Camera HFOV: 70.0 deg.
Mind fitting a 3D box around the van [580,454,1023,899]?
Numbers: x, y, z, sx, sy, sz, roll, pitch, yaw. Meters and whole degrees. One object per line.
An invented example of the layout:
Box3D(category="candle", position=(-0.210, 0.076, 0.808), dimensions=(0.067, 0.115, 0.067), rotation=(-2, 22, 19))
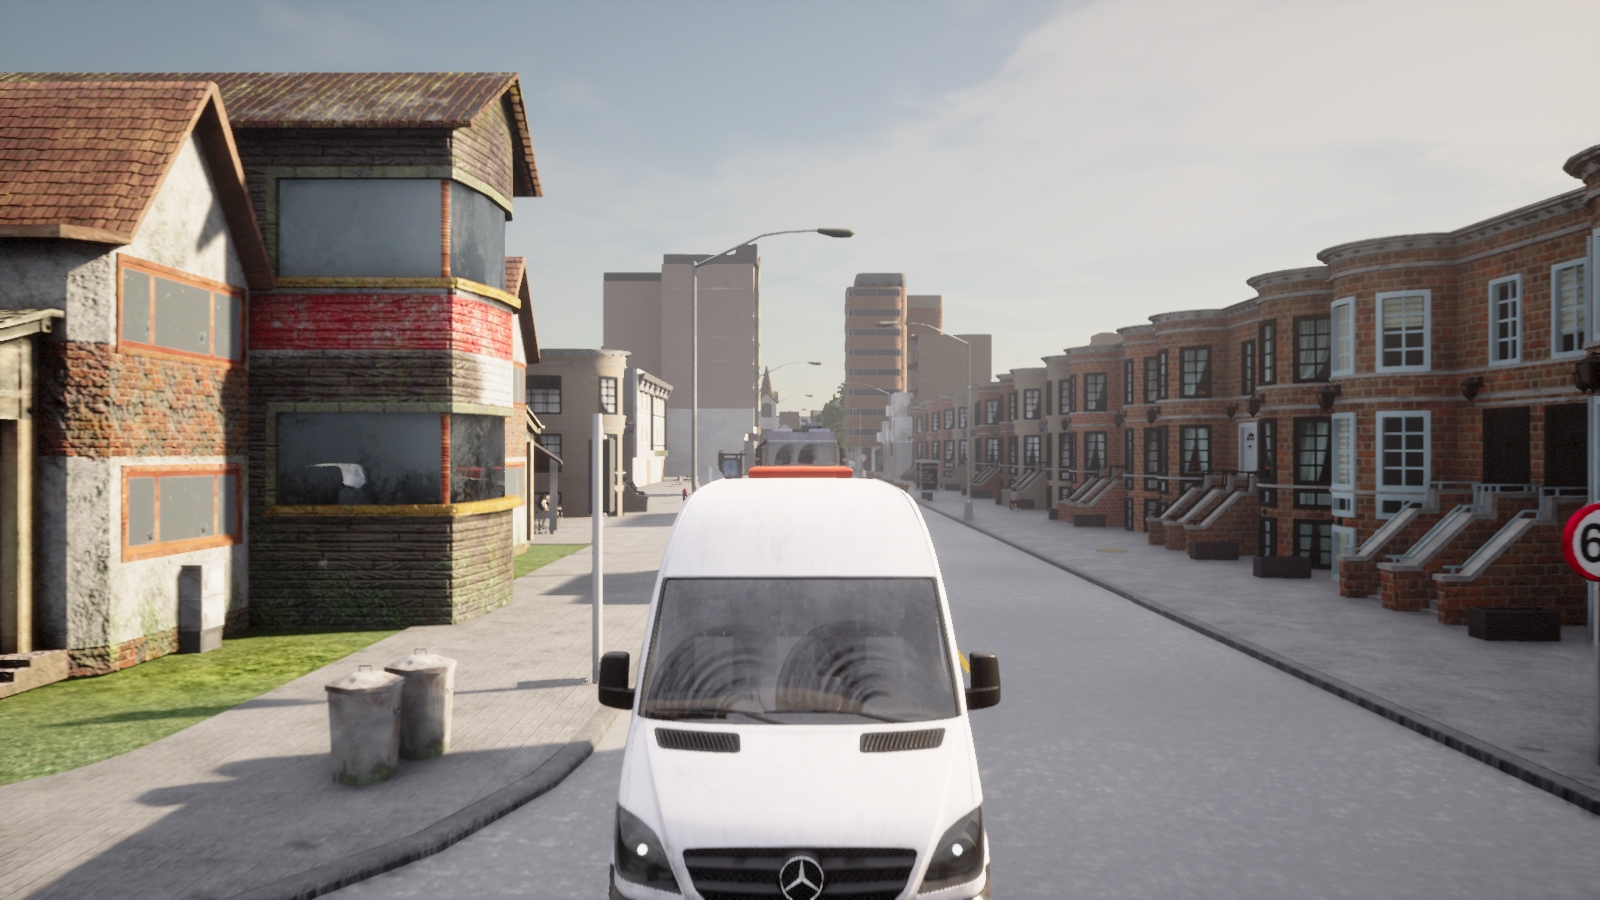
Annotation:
Box3D(category="van", position=(0.003, 1.315, 8.085), dimensions=(1.988, 2.561, 5.915), rotation=(0, 0, 0))

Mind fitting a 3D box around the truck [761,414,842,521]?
Box3D(category="truck", position=(0.018, 0.667, 45.297), dimensions=(2.891, 3.827, 8.468), rotation=(0, -1, 0))

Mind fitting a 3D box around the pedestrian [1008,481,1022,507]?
Box3D(category="pedestrian", position=(9.329, 1.902, 49.625), dimensions=(0.500, 1.100, 0.500), rotation=(0, 0, -6))
